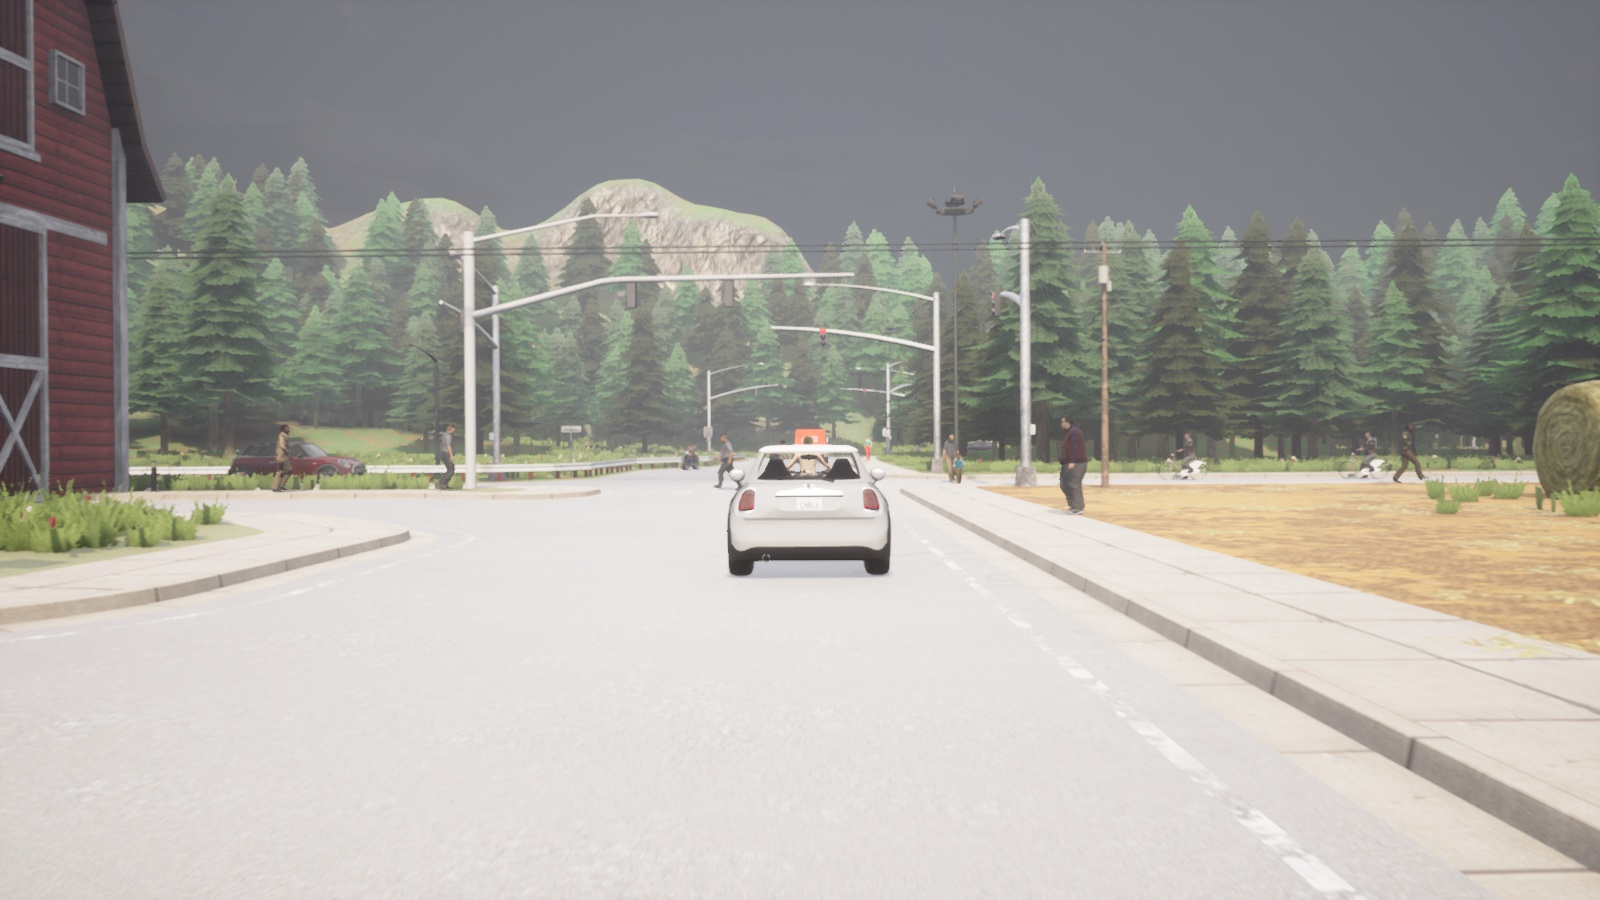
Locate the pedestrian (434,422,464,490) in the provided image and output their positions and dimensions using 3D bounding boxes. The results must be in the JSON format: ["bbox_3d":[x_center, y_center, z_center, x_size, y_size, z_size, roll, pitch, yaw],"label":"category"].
[{"bbox_3d":[-9.646,0.157,34.479,0.694,1.848,0.540,0,0,-25],"label":"pedestrian"}]

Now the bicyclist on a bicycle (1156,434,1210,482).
[{"bbox_3d":[14.390,0.292,47.168,1.843,1.776,0.659,0,0,1],"label":"bicyclist on a bicycle"}]

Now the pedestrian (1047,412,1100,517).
[{"bbox_3d":[4.915,0.257,22.635,0.899,1.844,0.634,0,0,10],"label":"pedestrian"}]

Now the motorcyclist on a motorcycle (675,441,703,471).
[{"bbox_3d":[-6.112,0.313,69.395,0.766,1.649,2.350,0,1,15],"label":"motorcyclist on a motorcycle"}]

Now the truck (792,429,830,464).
[{"bbox_3d":[0.840,-0.297,91.696,2.627,2.467,5.204,0,0,2],"label":"truck"}]

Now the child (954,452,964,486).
[{"bbox_3d":[5.551,0.661,43.777,0.343,1.192,0.448,0,0,6],"label":"child"}]

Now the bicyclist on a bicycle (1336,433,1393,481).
[{"bbox_3d":[21.111,0.259,47.008,1.843,1.776,0.659,0,0,1],"label":"bicyclist on a bicycle"}]

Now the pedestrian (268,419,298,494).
[{"bbox_3d":[-13.582,0.165,32.994,0.692,1.930,0.396,0,0,-18],"label":"pedestrian"}]

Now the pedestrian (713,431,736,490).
[{"bbox_3d":[-2.386,0.330,39.593,0.694,1.848,0.540,0,0,-5],"label":"pedestrian"}]

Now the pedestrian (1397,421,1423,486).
[{"bbox_3d":[18.241,0.096,37.549,0.692,1.930,0.395,0,0,27],"label":"pedestrian"}]

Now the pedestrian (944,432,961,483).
[{"bbox_3d":[5.591,0.266,46.078,0.540,1.848,0.694,0,0,-1],"label":"pedestrian"}]

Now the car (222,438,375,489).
[{"bbox_3d":[-17.692,0.461,44.433,4.553,1.767,2.097,0,0,1],"label":"car"}]

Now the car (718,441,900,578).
[{"bbox_3d":[0.098,0.629,15.500,1.970,1.475,3.806,0,0,0],"label":"car"}]
